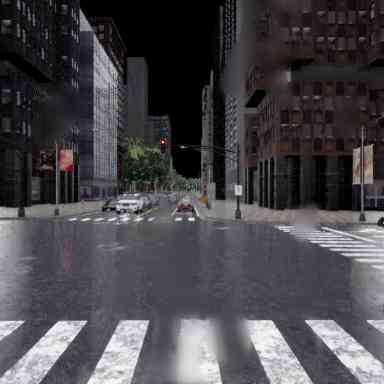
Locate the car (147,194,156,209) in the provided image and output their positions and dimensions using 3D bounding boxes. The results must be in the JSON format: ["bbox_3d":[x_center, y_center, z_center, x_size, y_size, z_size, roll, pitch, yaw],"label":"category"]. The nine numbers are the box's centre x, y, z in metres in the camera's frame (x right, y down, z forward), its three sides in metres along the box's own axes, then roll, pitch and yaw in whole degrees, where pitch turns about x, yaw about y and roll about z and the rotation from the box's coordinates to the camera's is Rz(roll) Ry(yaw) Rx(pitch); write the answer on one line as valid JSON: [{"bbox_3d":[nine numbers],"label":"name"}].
[{"bbox_3d":[-6.627,1.375,45.547,2.097,1.767,4.553,0,0,0],"label":"car"}]

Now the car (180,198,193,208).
[{"bbox_3d":[-0.809,1.614,49.808,1.802,1.307,4.206,0,0,-1],"label":"car"}]

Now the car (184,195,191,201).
[{"bbox_3d":[-1.157,1.574,87.782,1.967,1.590,4.097,0,0,-1],"label":"car"}]

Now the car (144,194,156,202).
[{"bbox_3d":[-9.583,1.417,76.865,2.192,1.841,5.009,0,0,-1],"label":"car"}]

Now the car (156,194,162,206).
[{"bbox_3d":[-6.709,1.398,55.748,2.097,1.767,4.553,0,0,0],"label":"car"}]

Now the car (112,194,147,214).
[{"bbox_3d":[-6.540,1.223,35.522,2.150,2.045,5.566,0,0,-1],"label":"car"}]

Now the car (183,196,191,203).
[{"bbox_3d":[-1.009,1.612,71.677,1.752,1.417,4.829,0,0,-1],"label":"car"}]

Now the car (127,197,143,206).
[{"bbox_3d":[-9.382,1.570,54.991,1.752,1.417,4.829,0,0,-1],"label":"car"}]

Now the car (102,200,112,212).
[{"bbox_3d":[-9.235,1.574,38.884,1.947,1.339,4.313,0,0,-1],"label":"car"}]

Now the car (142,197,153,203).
[{"bbox_3d":[-9.533,1.669,71.439,1.802,1.307,4.206,0,0,-1],"label":"car"}]

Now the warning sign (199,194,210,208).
[{"bbox_3d":[1.567,1.132,42.650,1.300,1.860,1.060,0,0,-1],"label":"warning sign"}]

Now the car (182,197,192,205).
[{"bbox_3d":[-0.909,1.603,60.658,1.887,1.381,4.507,0,0,-1],"label":"car"}]

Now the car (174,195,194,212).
[{"bbox_3d":[-0.711,1.448,38.959,1.967,1.590,4.097,0,0,-1],"label":"car"}]

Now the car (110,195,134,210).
[{"bbox_3d":[-9.285,1.335,44.310,2.192,1.841,5.009,0,0,-1],"label":"car"}]

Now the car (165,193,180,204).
[{"bbox_3d":[-3.614,1.562,65.602,2.128,1.511,4.902,0,0,0],"label":"car"}]

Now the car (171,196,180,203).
[{"bbox_3d":[-3.803,1.694,75.790,1.895,1.301,4.718,0,0,-1],"label":"car"}]

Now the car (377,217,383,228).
[{"bbox_3d":[14.096,1.787,20.943,4.181,1.385,1.994,1,0,0],"label":"car"}]
